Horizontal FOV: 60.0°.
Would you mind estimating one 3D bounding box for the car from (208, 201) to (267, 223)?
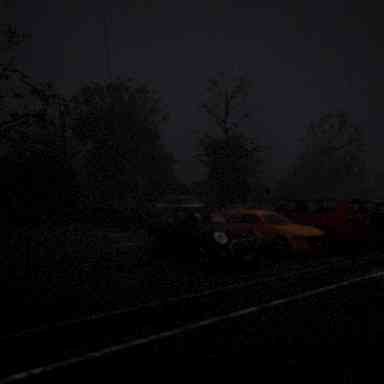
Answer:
[{"bbox_3d":[3.866,1.676,29.337,1.946,1.575,5.366,2,-1,-36],"label":"car"}]

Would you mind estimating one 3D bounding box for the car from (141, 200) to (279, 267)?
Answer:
[{"bbox_3d":[0.365,1.313,11.463,2.185,1.767,4.553,1,-1,-36],"label":"car"}]

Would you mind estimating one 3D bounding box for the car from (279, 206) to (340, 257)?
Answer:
[{"bbox_3d":[2.834,1.483,13.226,2.097,1.535,5.008,1,-1,-36],"label":"car"}]

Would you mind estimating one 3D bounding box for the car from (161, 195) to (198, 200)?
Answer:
[{"bbox_3d":[-0.643,1.304,25.826,2.435,2.045,5.566,1,-1,-36],"label":"car"}]

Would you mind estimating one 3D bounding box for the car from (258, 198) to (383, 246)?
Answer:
[{"bbox_3d":[5.182,1.275,14.963,2.435,2.045,5.566,1,-1,-36],"label":"car"}]

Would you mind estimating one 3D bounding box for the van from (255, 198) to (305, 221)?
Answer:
[{"bbox_3d":[8.473,1.597,32.282,1.878,1.987,4.442,2,-1,-36],"label":"van"}]

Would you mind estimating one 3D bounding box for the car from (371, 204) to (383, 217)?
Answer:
[{"bbox_3d":[27.827,2.627,46.384,2.185,1.767,4.553,3,-2,-35],"label":"car"}]

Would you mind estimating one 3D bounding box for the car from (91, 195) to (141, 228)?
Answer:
[{"bbox_3d":[-5.060,1.219,22.613,2.435,2.045,5.566,1,-1,-36],"label":"car"}]

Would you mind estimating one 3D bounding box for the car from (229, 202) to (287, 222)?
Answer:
[{"bbox_3d":[6.025,1.743,30.891,1.946,1.575,5.366,2,-1,-36],"label":"car"}]

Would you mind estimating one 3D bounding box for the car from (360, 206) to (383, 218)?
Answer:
[{"bbox_3d":[25.277,2.652,44.492,2.002,1.452,4.674,3,-2,-36],"label":"car"}]
